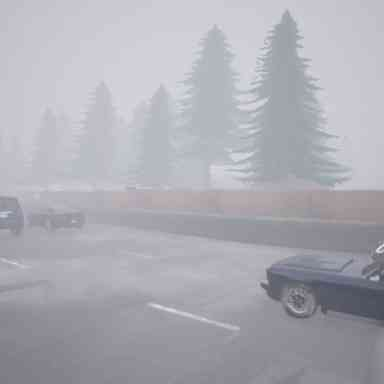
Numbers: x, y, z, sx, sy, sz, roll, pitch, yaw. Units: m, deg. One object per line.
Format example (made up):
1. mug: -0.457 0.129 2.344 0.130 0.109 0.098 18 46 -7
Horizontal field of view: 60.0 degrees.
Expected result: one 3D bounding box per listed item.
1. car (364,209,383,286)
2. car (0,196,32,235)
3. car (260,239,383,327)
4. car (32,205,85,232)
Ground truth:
1. car: 6.762 1.393 7.861 4.553 1.767 2.097 0 0 35
2. car: -10.937 1.235 17.796 5.566 2.045 2.150 0 0 43
3. car: 3.651 1.628 5.743 4.718 1.301 1.895 0 0 36
4. car: -8.439 1.505 20.279 5.008 1.535 1.882 0 0 43
